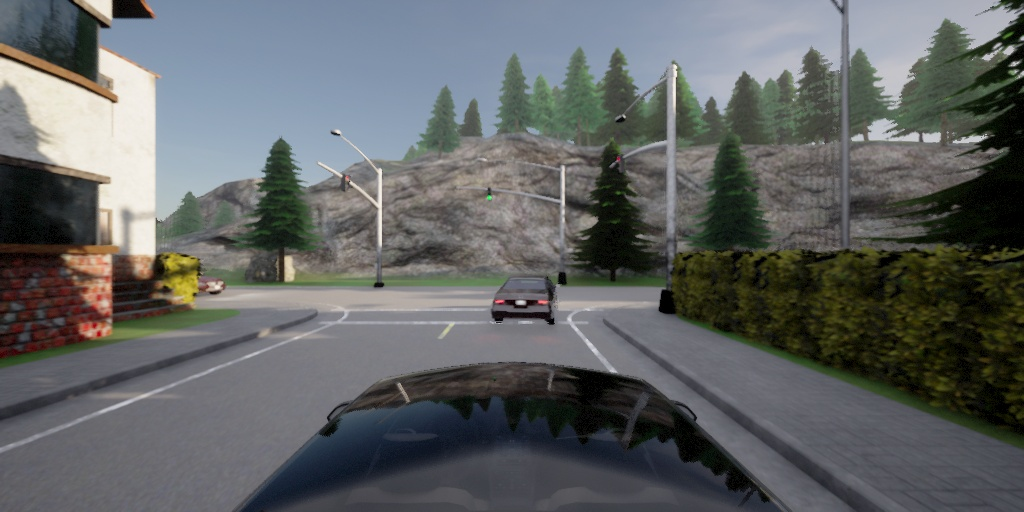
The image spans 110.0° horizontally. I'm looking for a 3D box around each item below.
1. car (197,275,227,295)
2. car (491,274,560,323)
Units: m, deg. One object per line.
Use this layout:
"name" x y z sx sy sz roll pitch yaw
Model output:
"car" -16.791 1.279 17.648 4.674 1.442 1.812 0 0 1
"car" 0.595 1.299 12.106 2.033 1.411 5.357 0 0 8
